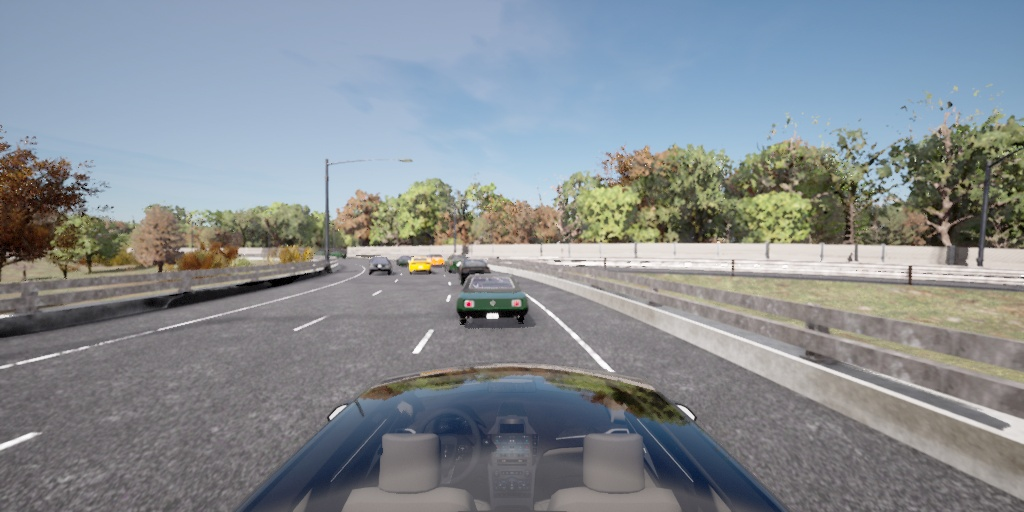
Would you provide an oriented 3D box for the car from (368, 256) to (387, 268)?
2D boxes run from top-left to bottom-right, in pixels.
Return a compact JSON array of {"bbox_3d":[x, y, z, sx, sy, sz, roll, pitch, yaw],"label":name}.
[{"bbox_3d":[-17.737,0.728,47.079,1.994,1.385,4.181,0,1,-25],"label":"car"}]

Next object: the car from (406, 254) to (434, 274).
[{"bbox_3d":[-8.703,0.812,33.759,1.882,1.535,5.008,0,1,-17],"label":"car"}]

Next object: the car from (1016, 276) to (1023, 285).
[{"bbox_3d":[39.093,1.754,24.839,4.902,1.511,2.128,4,2,29],"label":"car"}]

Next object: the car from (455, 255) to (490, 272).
[{"bbox_3d":[-2.584,0.941,23.784,1.882,1.535,5.008,0,1,-11],"label":"car"}]

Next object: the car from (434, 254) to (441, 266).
[{"bbox_3d":[-10.500,0.500,48.060,2.097,1.767,4.553,0,1,-24],"label":"car"}]

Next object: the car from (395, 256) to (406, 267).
[{"bbox_3d":[-14.585,0.708,48.597,1.994,1.385,4.181,0,1,-25],"label":"car"}]

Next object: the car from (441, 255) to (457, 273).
[{"bbox_3d":[-5.379,0.672,34.756,2.097,1.767,4.553,0,1,-17],"label":"car"}]

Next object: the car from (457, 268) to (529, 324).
[{"bbox_3d":[-0.689,1.224,11.423,1.895,1.301,4.718,0,1,-5],"label":"car"}]

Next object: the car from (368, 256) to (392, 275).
[{"bbox_3d":[-11.988,0.896,32.780,2.033,1.411,5.357,0,1,-18],"label":"car"}]
